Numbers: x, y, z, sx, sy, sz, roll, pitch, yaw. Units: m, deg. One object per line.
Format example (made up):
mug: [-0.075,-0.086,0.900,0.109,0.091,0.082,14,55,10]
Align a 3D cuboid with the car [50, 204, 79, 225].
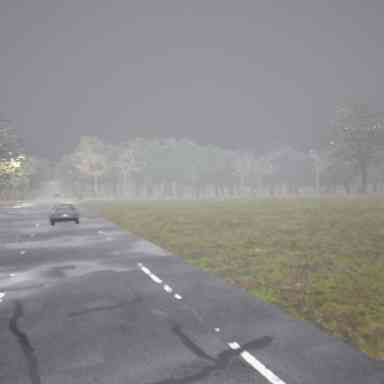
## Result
car: [-9.692,1.628,25.267,1.994,1.385,4.181,-1,0,-22]
